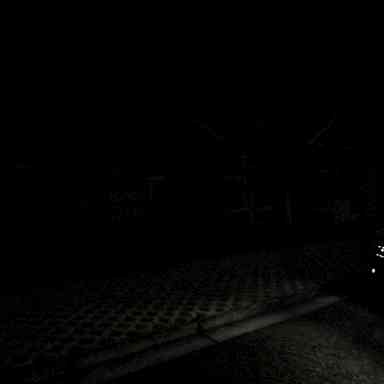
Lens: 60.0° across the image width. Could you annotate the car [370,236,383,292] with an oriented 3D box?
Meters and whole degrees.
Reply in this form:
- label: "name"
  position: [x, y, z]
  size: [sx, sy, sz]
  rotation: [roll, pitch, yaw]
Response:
- label: "car"
  position: [6.338, 1.189, 7.543]
  size: [5.566, 2.045, 2.150]
  rotation: [0, 0, -35]
